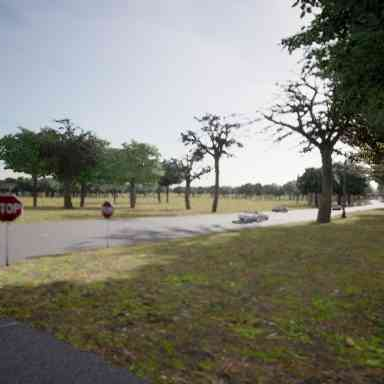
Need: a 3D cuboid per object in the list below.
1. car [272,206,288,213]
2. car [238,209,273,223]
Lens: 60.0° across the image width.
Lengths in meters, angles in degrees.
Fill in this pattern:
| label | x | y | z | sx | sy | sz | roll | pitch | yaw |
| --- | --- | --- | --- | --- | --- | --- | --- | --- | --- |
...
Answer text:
| label | x | y | z | sx | sy | sz | roll | pitch | yaw |
| --- | --- | --- | --- | --- | --- | --- | --- | --- | --- |
| car | 16.789 | 3.342 | 63.811 | 1.994 | 1.385 | 4.181 | 2 | -1 | 36 |
| car | 7.255 | 2.795 | 38.639 | 1.895 | 1.301 | 4.718 | 2 | -1 | 36 |
